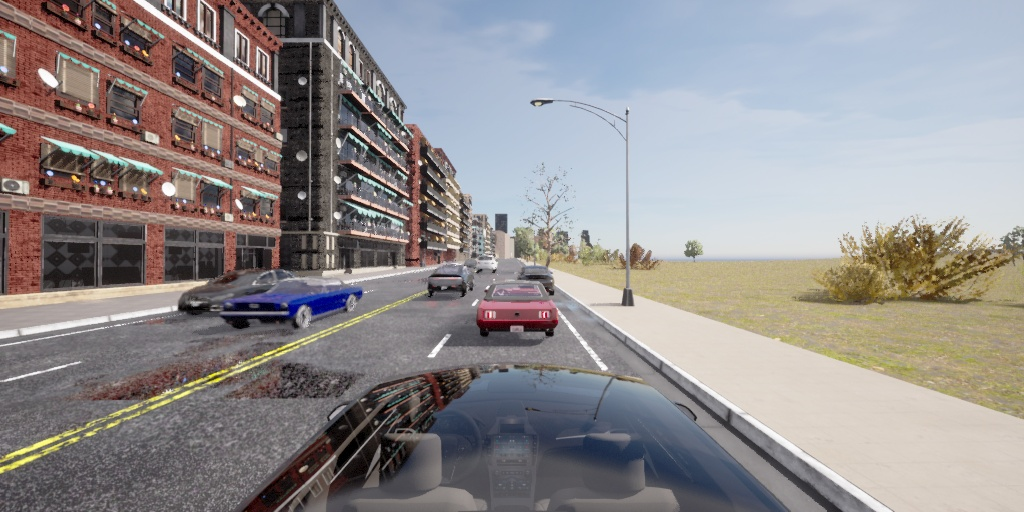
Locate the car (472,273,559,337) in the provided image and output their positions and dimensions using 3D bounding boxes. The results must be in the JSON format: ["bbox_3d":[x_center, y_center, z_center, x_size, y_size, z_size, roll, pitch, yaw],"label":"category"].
[{"bbox_3d":[0.131,1.352,10.277,1.895,1.301,4.718,0,0,0],"label":"car"}]

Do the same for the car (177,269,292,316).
[{"bbox_3d":[-9.807,1.256,13.531,1.837,1.490,4.892,0,0,0],"label":"car"}]

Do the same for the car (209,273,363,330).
[{"bbox_3d":[-6.565,1.352,11.341,1.895,1.301,4.718,0,0,0],"label":"car"}]

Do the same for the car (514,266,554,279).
[{"bbox_3d":[1.205,1.257,19.478,1.837,1.490,4.892,0,0,0],"label":"car"}]

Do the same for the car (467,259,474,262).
[{"bbox_3d":[-6.384,1.255,54.859,1.837,1.490,4.892,0,0,0],"label":"car"}]

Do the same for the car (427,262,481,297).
[{"bbox_3d":[-3.086,1.243,18.819,2.128,1.511,4.902,0,0,0],"label":"car"}]

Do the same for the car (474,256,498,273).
[{"bbox_3d":[-2.985,0.969,43.502,2.150,2.045,5.566,0,0,0],"label":"car"}]
